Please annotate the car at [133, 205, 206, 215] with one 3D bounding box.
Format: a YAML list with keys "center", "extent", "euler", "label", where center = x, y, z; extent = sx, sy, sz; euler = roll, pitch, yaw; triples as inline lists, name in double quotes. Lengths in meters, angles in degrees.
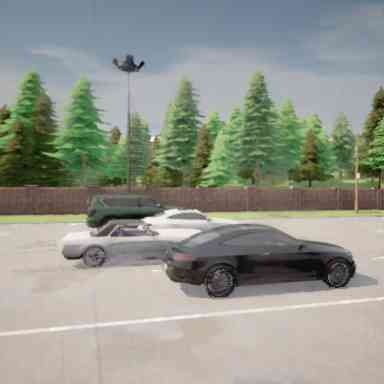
- center: [-0.075, 1.479, 14.869]
  extent: [4.674, 1.442, 1.812]
  euler: [0, 0, -14]
  label: "car"

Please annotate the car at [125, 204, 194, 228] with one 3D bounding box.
- center: [-2.173, 1.494, 21.546]
  extent: [4.181, 1.385, 1.994]
  euler: [0, 0, -14]
  label: "car"

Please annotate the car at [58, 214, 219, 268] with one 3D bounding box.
- center: [-1.729, 1.565, 10.834]
  extent: [4.718, 1.301, 1.895]
  euler: [0, 0, -14]
  label: "car"

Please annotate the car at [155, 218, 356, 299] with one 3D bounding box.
- center: [1.621, 1.502, 8.077]
  extent: [4.674, 1.442, 1.812]
  euler: [0, 0, -14]
  label: "car"

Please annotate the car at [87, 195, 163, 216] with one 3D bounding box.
- center: [-2.771, 1.163, 17.789]
  extent: [5.566, 2.045, 2.150]
  euler: [0, 0, -14]
  label: "car"
